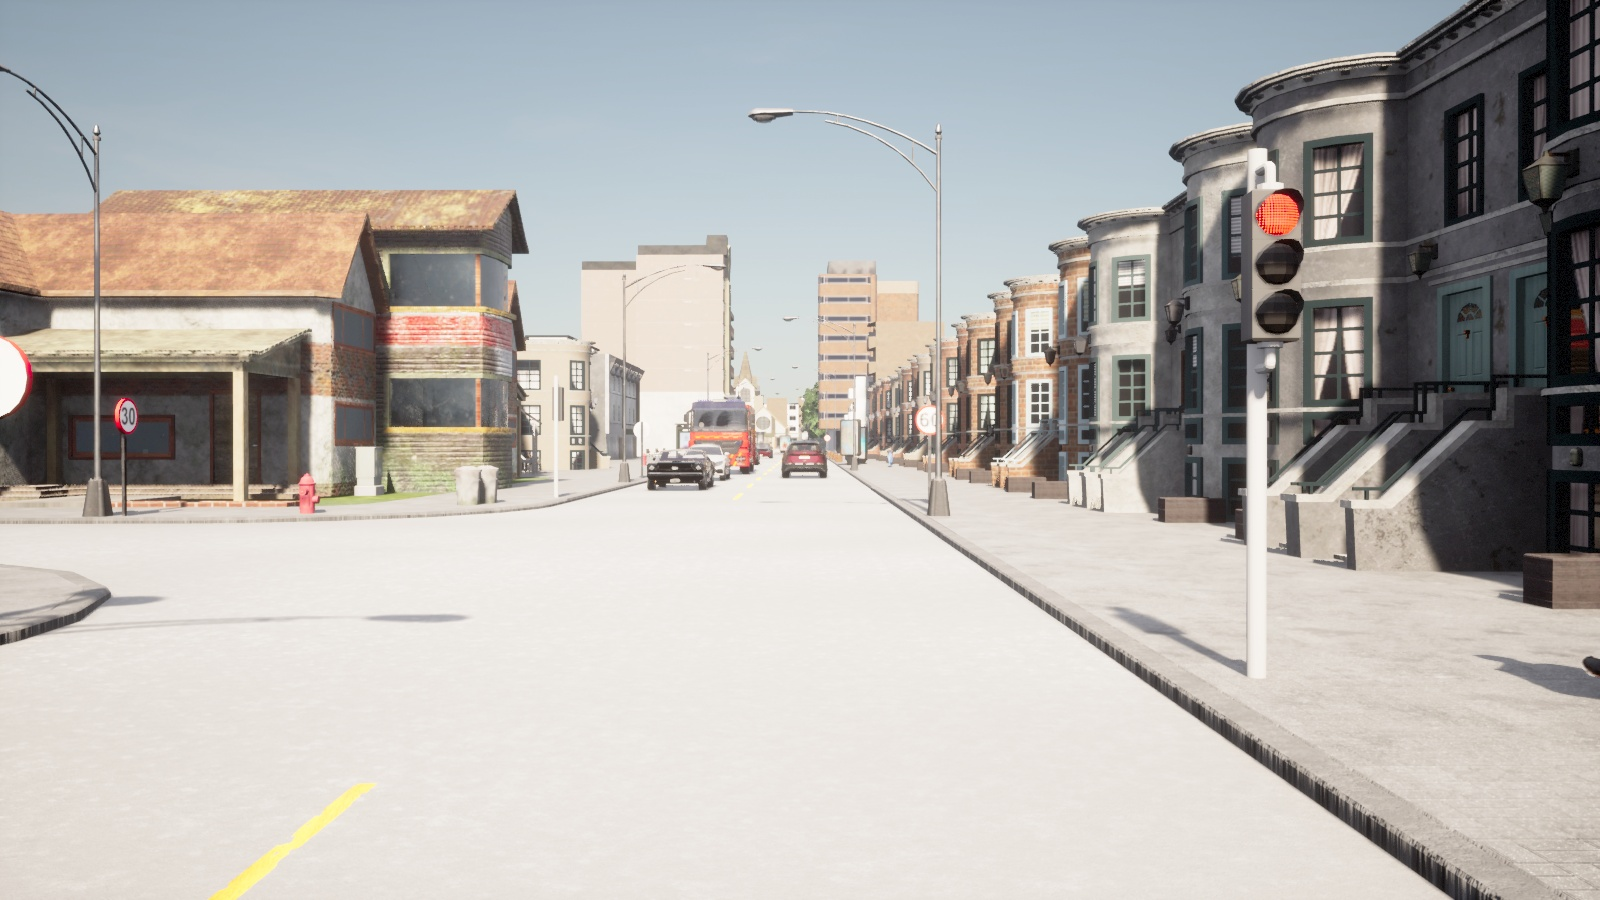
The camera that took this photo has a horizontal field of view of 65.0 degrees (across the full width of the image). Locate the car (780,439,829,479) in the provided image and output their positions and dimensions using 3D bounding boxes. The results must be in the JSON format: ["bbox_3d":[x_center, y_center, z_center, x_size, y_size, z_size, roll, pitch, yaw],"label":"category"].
[{"bbox_3d":[0.196,0.365,55.202,2.033,1.649,4.856,0,0,0],"label":"car"}]

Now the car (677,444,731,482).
[{"bbox_3d":[-3.820,0.482,50.824,1.812,1.442,4.674,0,0,0],"label":"car"}]

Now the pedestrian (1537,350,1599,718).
[{"bbox_3d":[4.479,0.424,6.385,0.874,1.855,0.900,0,0,-16],"label":"pedestrian"}]

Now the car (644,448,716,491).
[{"bbox_3d":[-3.852,0.612,41.032,1.895,1.301,4.718,0,0,0],"label":"car"}]

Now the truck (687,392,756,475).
[{"bbox_3d":[-3.776,-0.773,62.368,2.891,3.827,8.468,0,0,0],"label":"truck"}]
